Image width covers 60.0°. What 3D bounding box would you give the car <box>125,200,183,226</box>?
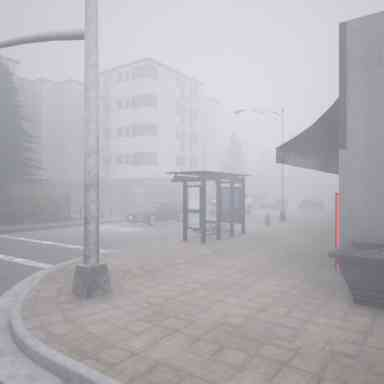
[{"bbox_3d":[-2.296,1.328,22.154,1.837,1.490,4.892,0,0,36],"label":"car"}]

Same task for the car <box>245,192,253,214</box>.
[{"bbox_3d":[3.589,1.045,30.337,2.150,2.045,5.566,0,0,36],"label":"car"}]

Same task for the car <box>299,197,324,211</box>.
[{"bbox_3d":[13.761,1.329,38.183,1.837,1.490,4.892,0,0,36],"label":"car"}]

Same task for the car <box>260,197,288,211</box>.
[{"bbox_3d":[9.530,1.301,38.553,1.882,1.535,5.008,0,0,36],"label":"car"}]
